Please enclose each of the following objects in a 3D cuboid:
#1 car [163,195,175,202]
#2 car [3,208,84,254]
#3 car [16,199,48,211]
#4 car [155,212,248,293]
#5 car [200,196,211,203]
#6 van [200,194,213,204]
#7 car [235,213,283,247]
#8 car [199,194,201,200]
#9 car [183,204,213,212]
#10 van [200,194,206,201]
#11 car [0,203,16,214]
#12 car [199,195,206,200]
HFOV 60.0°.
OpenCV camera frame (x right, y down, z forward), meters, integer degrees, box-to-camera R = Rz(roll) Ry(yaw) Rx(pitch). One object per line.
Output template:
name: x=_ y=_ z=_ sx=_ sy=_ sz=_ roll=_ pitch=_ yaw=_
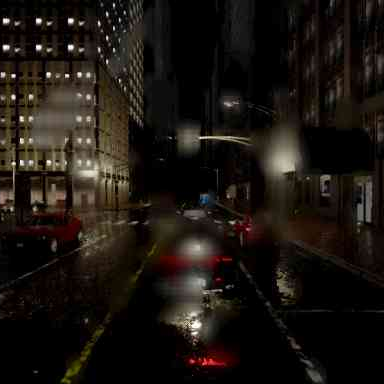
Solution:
car: x=-5.550 y=1.566 z=75.517 sx=1.887 sy=1.381 sz=4.507 roll=0 pitch=0 yaw=0
car: x=-5.799 y=1.550 z=13.458 sx=1.887 sy=1.381 sz=4.507 roll=0 pitch=0 yaw=0
car: x=-18.451 y=1.519 z=37.203 sx=4.403 sy=1.369 sz=2.008 roll=0 pitch=0 yaw=1
car: x=0.116 y=1.510 z=8.883 sx=1.837 sy=1.490 sz=4.892 roll=0 pitch=0 yaw=0
car: x=2.820 y=1.573 z=69.804 sx=2.008 sy=1.369 sz=4.403 roll=0 pitch=0 yaw=0
van: x=2.797 y=1.361 z=58.411 sx=1.690 sy=1.788 sz=3.998 roll=0 pitch=0 yaw=0
car: x=2.842 y=1.588 z=14.817 sx=1.802 sy=1.307 sz=4.206 roll=0 pitch=0 yaw=0
car: x=2.809 y=1.572 z=64.107 sx=2.008 sy=1.369 sz=4.403 roll=0 pitch=0 yaw=0
car: x=0.138 y=1.572 z=18.702 sx=1.994 sy=1.385 sz=4.181 roll=0 pitch=0 yaw=0
van: x=2.852 y=1.361 z=86.894 sx=1.690 sy=1.788 sz=3.998 roll=0 pitch=0 yaw=0
car: x=-18.554 y=1.324 z=28.822 sx=5.009 sy=1.841 sz=2.192 roll=0 pitch=0 yaw=1
car: x=2.864 y=1.601 z=92.591 sx=1.802 sy=1.307 sz=4.206 roll=0 pitch=0 yaw=0
